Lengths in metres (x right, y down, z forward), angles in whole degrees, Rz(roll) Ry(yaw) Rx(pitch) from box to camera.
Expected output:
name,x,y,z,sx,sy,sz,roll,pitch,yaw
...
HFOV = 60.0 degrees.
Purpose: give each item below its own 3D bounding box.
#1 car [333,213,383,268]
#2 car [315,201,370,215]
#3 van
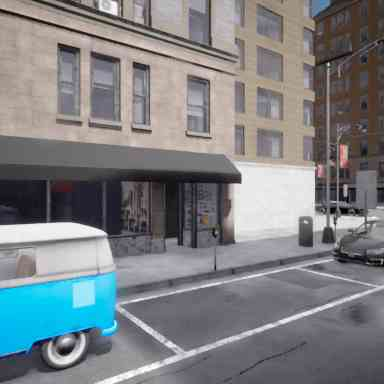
name,x,y,z,sx,sy,sz,roll,pitch,yaw
car,6.278,1.550,10.666,4.403,1.369,2.008,0,0,-35
car,13.814,1.523,30.933,1.895,1.301,4.718,0,0,-35
van,-2.942,1.341,4.092,3.998,1.788,1.690,0,0,-35
